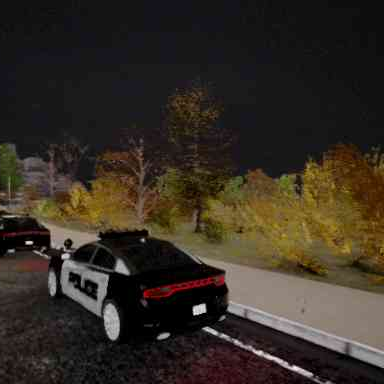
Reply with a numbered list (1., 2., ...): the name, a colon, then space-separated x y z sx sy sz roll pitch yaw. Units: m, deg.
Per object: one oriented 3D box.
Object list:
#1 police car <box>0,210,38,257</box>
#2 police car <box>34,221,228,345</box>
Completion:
1. police car: -7.829 1.767 14.699 1.930 1.638 5.238 2 -2 -39
2. police car: -1.527 1.604 7.007 1.930 1.638 5.238 2 -2 -39
